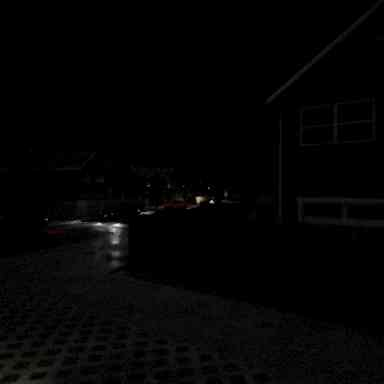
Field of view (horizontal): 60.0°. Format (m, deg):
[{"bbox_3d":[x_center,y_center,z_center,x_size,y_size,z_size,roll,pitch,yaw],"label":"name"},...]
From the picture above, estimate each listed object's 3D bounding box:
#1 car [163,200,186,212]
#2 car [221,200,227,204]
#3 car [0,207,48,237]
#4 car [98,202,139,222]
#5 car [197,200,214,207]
[{"bbox_3d":[-2.156,1.730,42.115,1.882,1.535,5.008,0,0,16],"label":"car"},{"bbox_3d":[4.633,1.982,56.036,1.895,1.301,4.718,0,0,15],"label":"car"},{"bbox_3d":[-9.293,1.519,16.408,2.128,1.511,4.902,0,0,15],"label":"car"},{"bbox_3d":[-6.068,1.640,28.105,1.837,1.490,4.892,0,0,15],"label":"car"},{"bbox_3d":[2.077,1.861,46.618,2.033,1.411,5.357,0,0,16],"label":"car"}]
